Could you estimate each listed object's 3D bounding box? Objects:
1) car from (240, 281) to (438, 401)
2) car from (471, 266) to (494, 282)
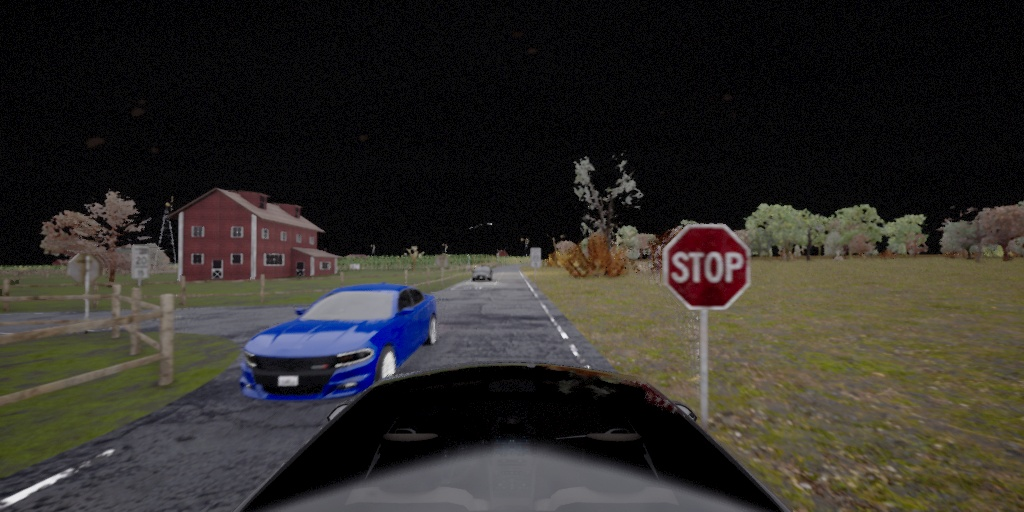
[{"bbox_3d":[-2.755,1.292,6.911,1.882,1.535,5.008,0,-1,0],"label":"car"},{"bbox_3d":[-2.763,1.691,34.303,1.837,1.490,4.892,0,0,0],"label":"car"}]
